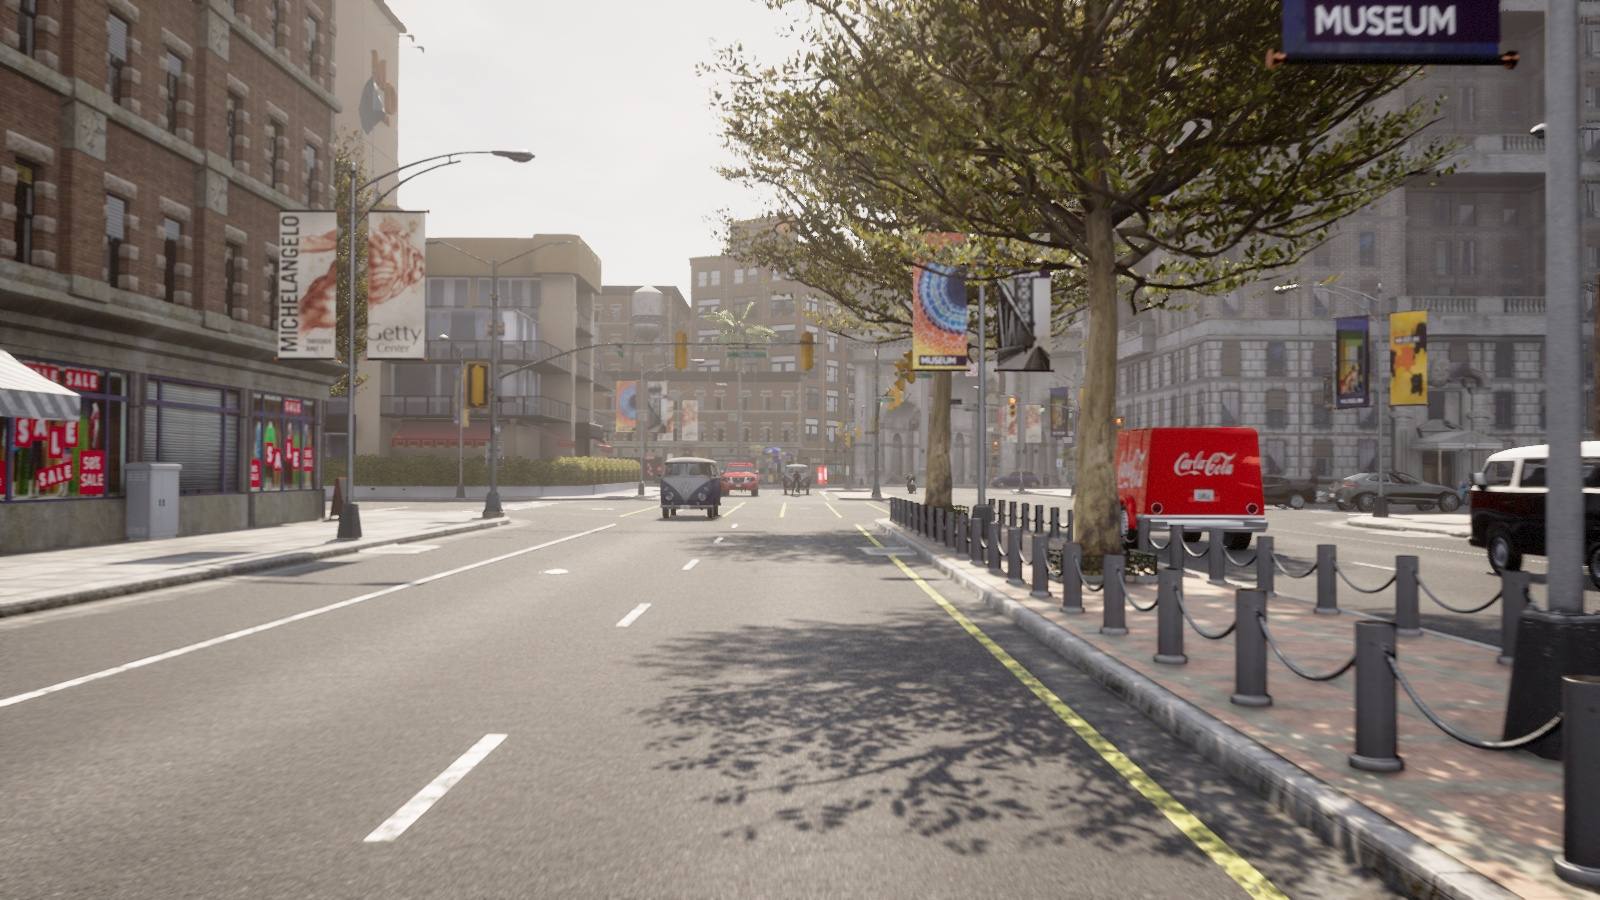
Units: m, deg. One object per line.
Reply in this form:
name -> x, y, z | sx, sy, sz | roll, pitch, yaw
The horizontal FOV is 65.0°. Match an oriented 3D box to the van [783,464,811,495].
van -> -0.205, 1.966, 83.488 | 1.775, 1.987, 4.442 | 0, -1, 0

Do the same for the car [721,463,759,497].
car -> -3.691, 1.857, 78.186 | 2.150, 2.045, 5.566 | 0, -1, 0

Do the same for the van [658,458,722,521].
van -> -3.603, 1.282, 41.819 | 1.775, 1.987, 4.442 | 0, -1, 0

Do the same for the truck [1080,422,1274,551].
truck -> 7.827, 0.744, 26.754 | 2.627, 2.467, 5.204 | 0, -1, 1

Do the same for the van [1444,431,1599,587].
van -> 11.455, 0.794, 18.040 | 2.069, 2.038, 4.480 | 0, -1, 0

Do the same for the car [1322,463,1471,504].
car -> 24.233, 1.353, 51.174 | 5.027, 1.651, 2.152 | 0, -1, 0

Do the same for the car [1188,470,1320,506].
car -> 19.710, 1.628, 54.654 | 5.008, 1.535, 1.882 | 0, -1, 0
